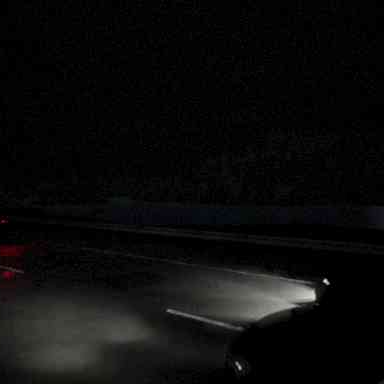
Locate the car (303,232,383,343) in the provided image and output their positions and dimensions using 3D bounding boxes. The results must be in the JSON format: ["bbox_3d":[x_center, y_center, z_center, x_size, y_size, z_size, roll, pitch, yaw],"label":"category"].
[{"bbox_3d":[4.171,1.558,5.260,4.181,1.385,1.994,0,0,36],"label":"car"}]

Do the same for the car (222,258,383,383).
[{"bbox_3d":[2.497,1.487,2.156,4.902,1.511,2.128,0,0,36],"label":"car"}]

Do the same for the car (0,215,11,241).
[{"bbox_3d":[-10.493,1.538,15.756,4.902,1.511,2.128,0,0,35],"label":"car"}]
